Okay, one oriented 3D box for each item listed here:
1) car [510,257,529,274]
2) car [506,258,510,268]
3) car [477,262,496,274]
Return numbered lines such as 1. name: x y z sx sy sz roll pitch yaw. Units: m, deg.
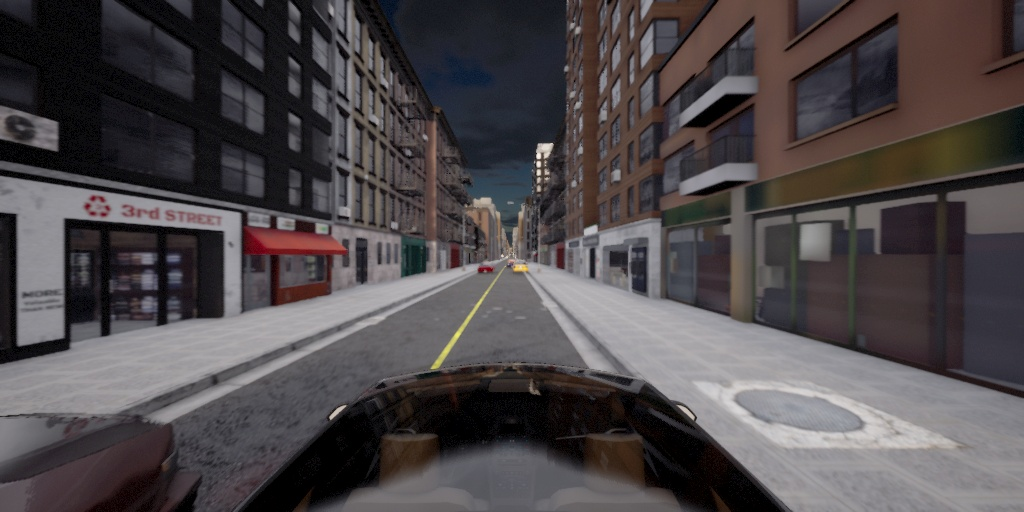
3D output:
1. car: 0.962 1.212 41.521 1.801 1.575 5.366 0 0 0
2. car: -0.001 1.380 59.571 1.895 1.301 4.718 0 0 0
3. car: -2.842 1.356 40.416 1.895 1.301 4.718 0 0 0
